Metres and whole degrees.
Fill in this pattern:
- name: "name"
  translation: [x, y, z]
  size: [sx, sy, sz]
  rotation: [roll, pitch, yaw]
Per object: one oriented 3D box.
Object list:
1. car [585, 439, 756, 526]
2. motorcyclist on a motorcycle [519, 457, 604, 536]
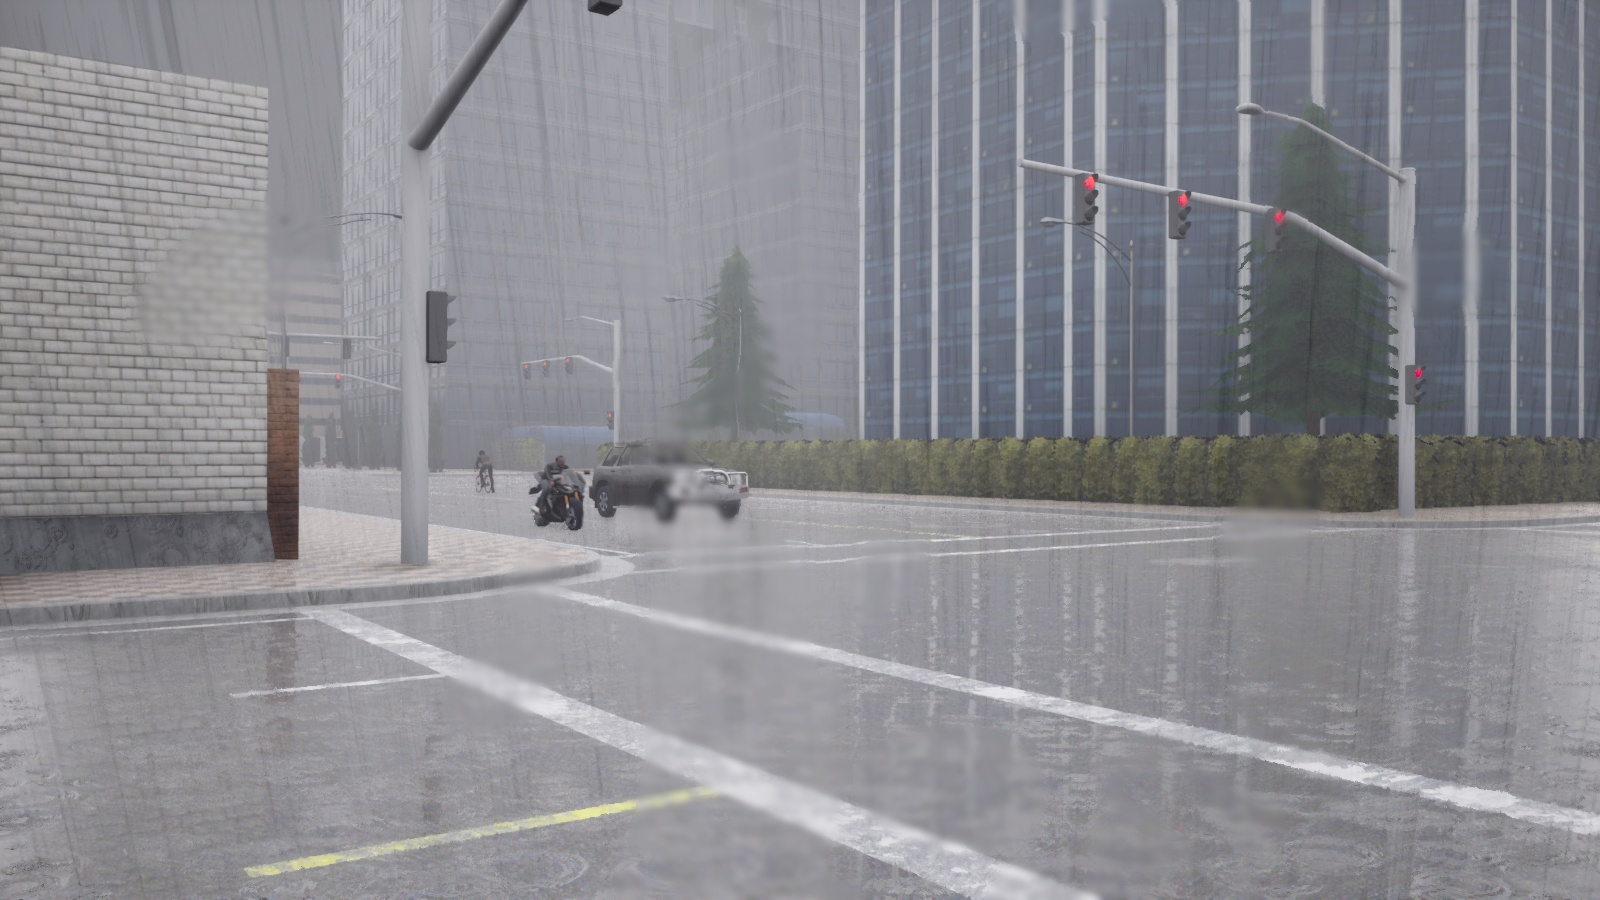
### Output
- name: "car"
  translation: [-3.097, 0.695, 29.092]
  size: [1.932, 1.855, 4.605]
  rotation: [0, 0, -35]
- name: "motorcyclist on a motorcycle"
  translation: [-4.870, 0.908, 25.492]
  size: [0.866, 1.530, 2.191]
  rotation: [0, 0, -35]
